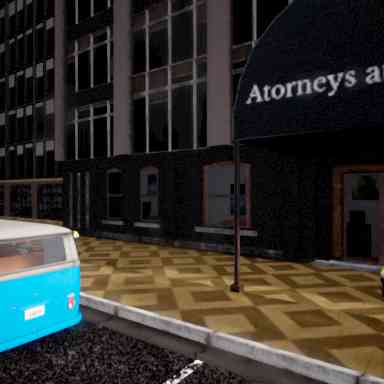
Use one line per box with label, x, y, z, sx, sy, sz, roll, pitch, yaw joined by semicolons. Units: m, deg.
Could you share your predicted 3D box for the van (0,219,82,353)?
van;-3.561;1.341;5.438;3.998;1.788;1.690;0;0;36
